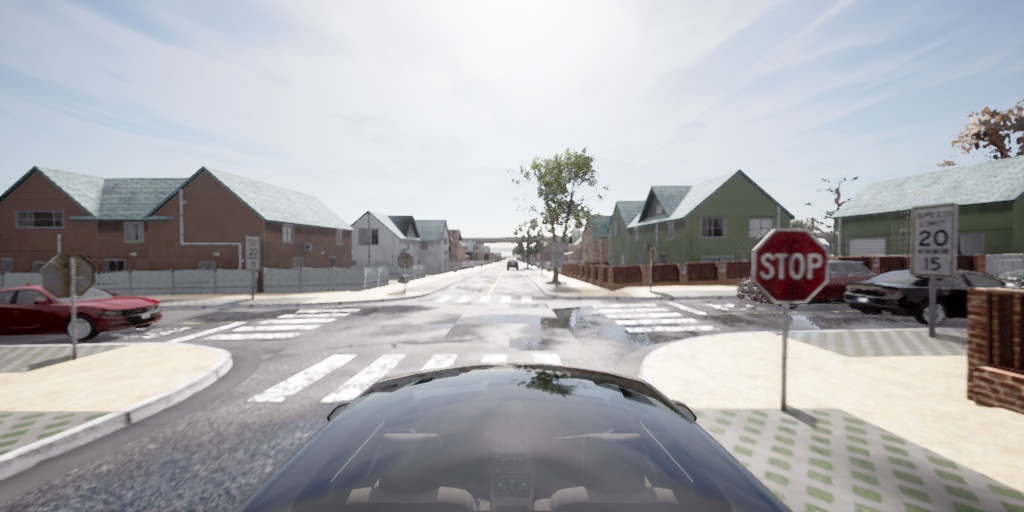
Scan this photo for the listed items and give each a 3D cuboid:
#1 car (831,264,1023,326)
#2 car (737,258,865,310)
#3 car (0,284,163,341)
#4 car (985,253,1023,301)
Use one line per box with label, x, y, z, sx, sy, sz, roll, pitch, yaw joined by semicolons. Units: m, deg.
car;12.935;1.116;10.712;5.008;1.535;1.882;-1;1;0
car;11.173;0.966;13.643;4.553;1.767;2.097;-1;1;0
car;-13.390;1.568;10.604;5.008;1.535;1.882;-1;1;-1
car;21.723;0.781;13.701;4.553;1.767;2.097;-1;1;0
